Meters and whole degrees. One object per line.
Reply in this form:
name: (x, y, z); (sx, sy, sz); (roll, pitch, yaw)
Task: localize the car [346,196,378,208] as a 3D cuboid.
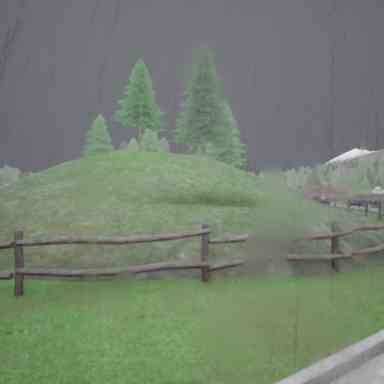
car: (24.824, 1.329, 48.726); (2.097, 1.767, 4.553); (0, 0, -16)

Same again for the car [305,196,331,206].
car: (20.061, 1.484, 53.074); (1.837, 1.490, 4.892); (0, 0, -15)
